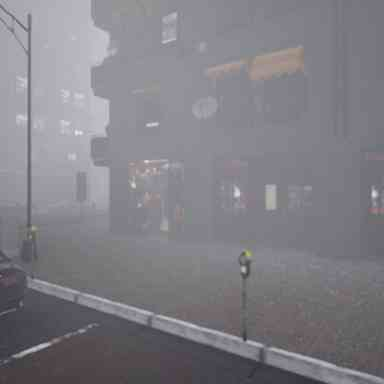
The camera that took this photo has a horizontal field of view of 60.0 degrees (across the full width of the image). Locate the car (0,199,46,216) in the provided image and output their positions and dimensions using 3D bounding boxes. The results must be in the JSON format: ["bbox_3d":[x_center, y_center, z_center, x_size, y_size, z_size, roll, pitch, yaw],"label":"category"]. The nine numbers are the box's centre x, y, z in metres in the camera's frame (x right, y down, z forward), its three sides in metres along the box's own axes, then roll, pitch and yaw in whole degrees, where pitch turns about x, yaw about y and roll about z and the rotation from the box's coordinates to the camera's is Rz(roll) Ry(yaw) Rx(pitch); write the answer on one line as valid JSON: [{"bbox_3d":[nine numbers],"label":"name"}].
[{"bbox_3d":[-14.434,1.289,26.337,2.008,1.369,4.403,1,1,35],"label":"car"}]

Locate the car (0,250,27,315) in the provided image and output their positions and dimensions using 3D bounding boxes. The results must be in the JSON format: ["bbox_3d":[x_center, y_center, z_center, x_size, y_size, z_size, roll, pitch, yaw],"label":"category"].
[{"bbox_3d":[-4.858,1.534,6.333,4.403,1.369,2.008,0,0,35],"label":"car"}]

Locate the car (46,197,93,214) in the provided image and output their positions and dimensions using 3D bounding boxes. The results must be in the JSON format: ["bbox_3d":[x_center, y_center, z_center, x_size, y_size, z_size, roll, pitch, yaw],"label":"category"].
[{"bbox_3d":[-11.347,1.188,30.764,1.752,1.417,4.829,1,1,35],"label":"car"}]
